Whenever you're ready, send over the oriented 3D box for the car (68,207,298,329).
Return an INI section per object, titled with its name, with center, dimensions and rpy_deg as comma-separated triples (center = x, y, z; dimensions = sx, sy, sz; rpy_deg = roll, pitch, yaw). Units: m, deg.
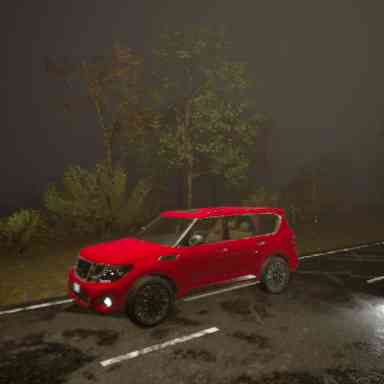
[car]
center = 0.114, 1.416, 7.771
dimensions = 5.566, 2.045, 2.150
rpy_deg = 0, -1, -35
